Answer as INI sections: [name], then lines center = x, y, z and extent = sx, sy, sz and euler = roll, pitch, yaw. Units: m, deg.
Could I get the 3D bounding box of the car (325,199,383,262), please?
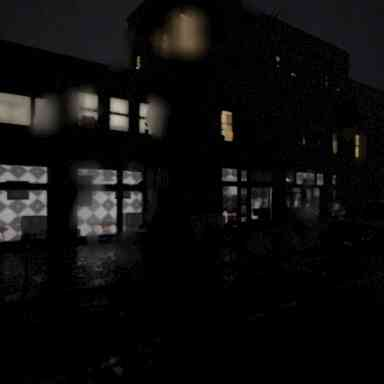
[car]
center = 6.656, 1.181, 11.290
extent = 5.009, 1.841, 2.192
euler = -1, 2, -35
